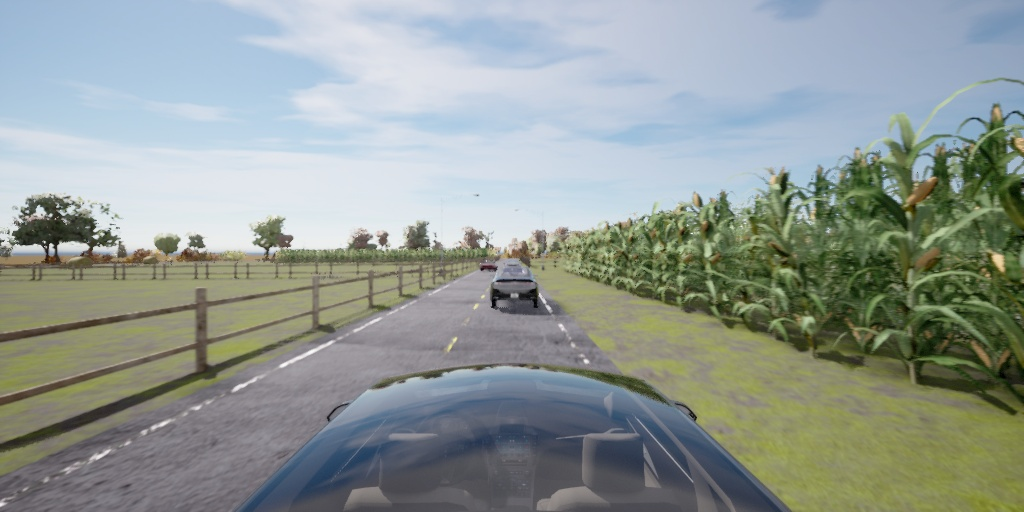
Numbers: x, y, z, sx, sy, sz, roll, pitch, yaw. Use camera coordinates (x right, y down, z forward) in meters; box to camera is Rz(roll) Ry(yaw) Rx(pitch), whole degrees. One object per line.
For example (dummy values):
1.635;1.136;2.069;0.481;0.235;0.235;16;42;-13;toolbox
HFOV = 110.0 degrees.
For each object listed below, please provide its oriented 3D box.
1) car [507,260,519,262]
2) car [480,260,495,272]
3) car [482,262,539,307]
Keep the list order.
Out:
0.090;1.131;37.088;1.812;1.442;4.674;0;0;0;car
-2.763;1.186;42.409;1.895;1.301;4.718;0;0;0;car
0.092;1.187;15.120;2.128;1.511;4.902;0;0;0;car
